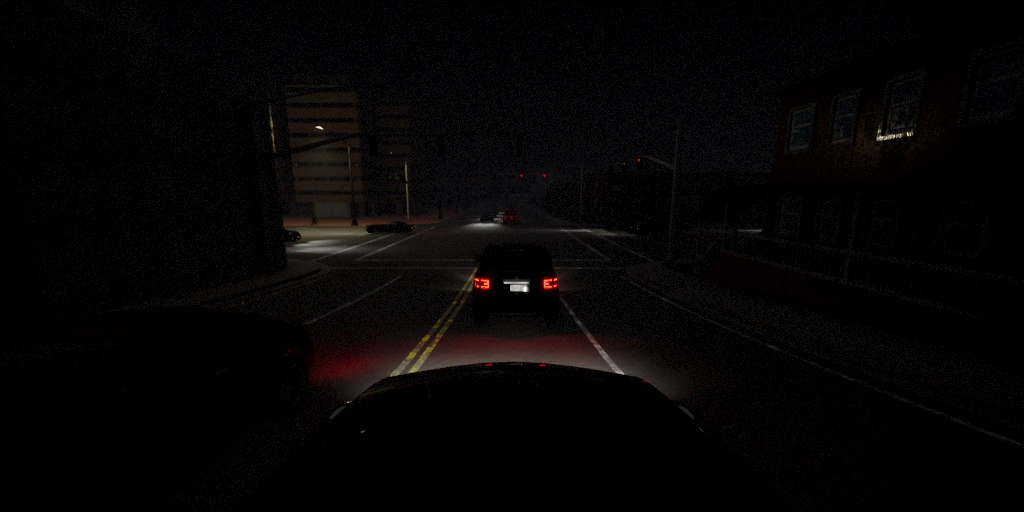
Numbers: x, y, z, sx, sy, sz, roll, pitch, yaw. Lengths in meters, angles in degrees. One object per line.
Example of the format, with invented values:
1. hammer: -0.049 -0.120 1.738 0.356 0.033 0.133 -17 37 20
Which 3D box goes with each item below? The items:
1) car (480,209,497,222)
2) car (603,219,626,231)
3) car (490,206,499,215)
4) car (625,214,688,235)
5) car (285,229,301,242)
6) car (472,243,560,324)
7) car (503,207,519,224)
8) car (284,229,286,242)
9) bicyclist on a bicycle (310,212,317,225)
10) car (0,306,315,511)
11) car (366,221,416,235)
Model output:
1. car: -3.728 -5.875 54.102 1.895 1.301 4.718 0 10 0
2. car: 12.757 -3.495 40.187 4.718 1.301 1.895 0 10 1
3. car: -3.725 -7.443 62.849 1.812 1.442 4.674 0 10 0
4. car: 14.993 -3.274 36.638 5.566 2.045 2.150 0 10 0
5. car: -20.106 -1.803 29.609 4.892 1.490 1.837 0 10 0
6. car: 0.063 0.603 10.723 2.150 2.045 5.566 0 4 -1
7. car: -0.111 -5.560 50.782 2.097 1.767 4.553 0 10 -1
8. car: -19.913 -1.229 26.164 4.902 1.511 2.128 0 10 0
9. bicyclist on a bicycle: -25.378 -4.780 45.834 0.582 1.620 1.656 0 10 0
10. car: -3.611 1.267 3.143 1.812 1.442 4.674 0 1 0
11. car: -12.361 -2.916 36.727 4.718 1.301 1.895 0 10 0
